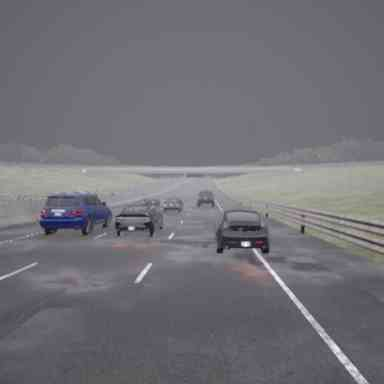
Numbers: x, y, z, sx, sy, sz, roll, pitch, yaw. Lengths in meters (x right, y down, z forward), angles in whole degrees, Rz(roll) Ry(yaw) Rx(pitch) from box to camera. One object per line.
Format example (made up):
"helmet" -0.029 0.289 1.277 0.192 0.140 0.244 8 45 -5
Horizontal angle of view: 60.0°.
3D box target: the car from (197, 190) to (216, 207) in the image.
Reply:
"car" 1.890 0.873 43.704 2.150 2.045 5.566 0 1 4

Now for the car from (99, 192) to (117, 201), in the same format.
"car" -15.096 0.801 59.887 1.812 1.442 4.674 0 2 3

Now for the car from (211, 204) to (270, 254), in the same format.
"car" 1.836 1.429 13.175 1.837 1.490 4.892 0 0 2

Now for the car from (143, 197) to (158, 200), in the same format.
"car" -5.155 1.285 41.864 1.895 1.301 4.718 0 1 2

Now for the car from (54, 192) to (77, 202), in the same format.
"car" -22.164 0.801 58.330 1.882 1.535 5.008 0 2 3

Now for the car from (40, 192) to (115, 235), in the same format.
"car" -6.100 1.118 18.106 2.150 2.045 5.566 0 0 2

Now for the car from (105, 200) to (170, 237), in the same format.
"car" -2.626 1.393 17.385 2.128 1.511 4.902 0 0 2

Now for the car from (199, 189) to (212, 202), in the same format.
"car" 2.343 0.573 56.822 2.150 2.045 5.566 0 2 2

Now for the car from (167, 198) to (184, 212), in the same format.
"car" -1.922 1.329 35.037 2.033 1.411 5.357 0 1 2

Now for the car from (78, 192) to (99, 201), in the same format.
"car" -18.593 0.764 60.015 2.128 1.511 4.902 0 2 3
